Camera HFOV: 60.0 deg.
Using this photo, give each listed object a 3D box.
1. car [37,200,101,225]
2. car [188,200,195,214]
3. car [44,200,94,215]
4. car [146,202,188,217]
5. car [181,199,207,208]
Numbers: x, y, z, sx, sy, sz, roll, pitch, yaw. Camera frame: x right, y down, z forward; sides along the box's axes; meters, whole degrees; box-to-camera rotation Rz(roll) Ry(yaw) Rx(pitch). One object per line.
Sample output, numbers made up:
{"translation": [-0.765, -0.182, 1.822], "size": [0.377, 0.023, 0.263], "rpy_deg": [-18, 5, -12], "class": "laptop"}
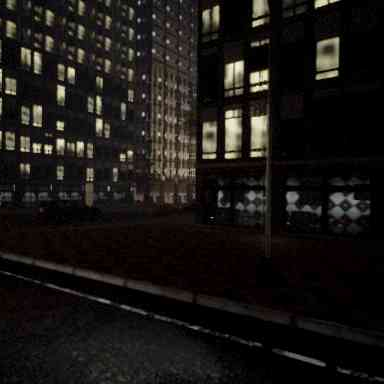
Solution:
{"translation": [-9.629, 1.528, 26.335], "size": [2.192, 1.841, 5.009], "rpy_deg": [1, 0, 36], "class": "car"}
{"translation": [0.428, 1.944, 39.941], "size": [1.802, 1.307, 4.206], "rpy_deg": [1, 0, 36], "class": "car"}
{"translation": [-13.119, 1.654, 35.713], "size": [1.752, 1.417, 4.829], "rpy_deg": [1, 0, 36], "class": "car"}
{"translation": [-2.824, 1.839, 35.542], "size": [1.752, 1.417, 4.829], "rpy_deg": [1, 0, 36], "class": "car"}
{"translation": [0.390, 1.892, 53.983], "size": [1.947, 1.339, 4.313], "rpy_deg": [1, 0, 36], "class": "car"}
